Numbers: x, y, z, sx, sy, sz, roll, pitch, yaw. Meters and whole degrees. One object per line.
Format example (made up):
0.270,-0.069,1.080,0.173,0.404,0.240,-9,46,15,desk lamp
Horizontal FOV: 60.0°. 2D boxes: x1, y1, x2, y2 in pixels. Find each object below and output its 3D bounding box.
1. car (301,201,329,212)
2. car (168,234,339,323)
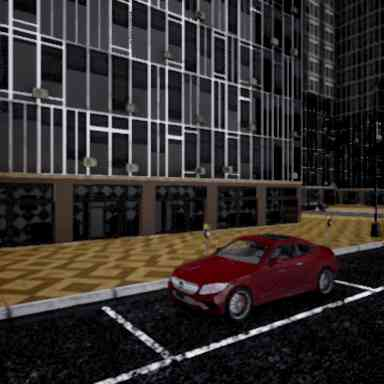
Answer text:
16.864,2.010,46.514,2.008,1.369,4.403,-1,0,-36,car
1.493,1.596,7.168,4.206,1.307,1.802,0,0,-36,car
